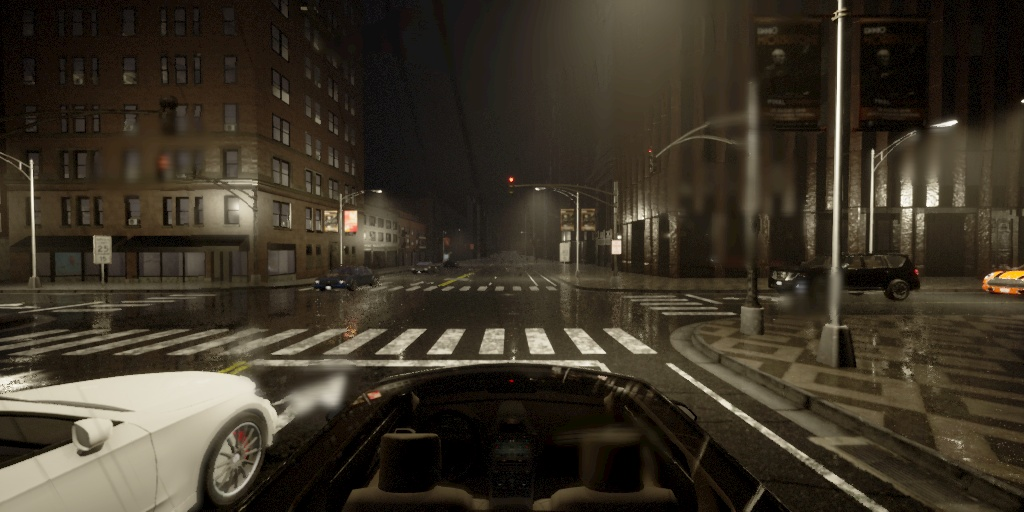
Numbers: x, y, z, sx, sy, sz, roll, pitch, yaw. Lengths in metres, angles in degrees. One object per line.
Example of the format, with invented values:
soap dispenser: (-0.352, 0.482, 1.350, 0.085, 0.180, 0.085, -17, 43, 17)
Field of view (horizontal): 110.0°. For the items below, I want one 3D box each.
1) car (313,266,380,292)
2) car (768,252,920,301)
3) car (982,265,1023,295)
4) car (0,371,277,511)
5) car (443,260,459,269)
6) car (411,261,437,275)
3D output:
car: (-9.785, 1.297, 21.773, 2.033, 1.411, 5.357, 0, 0, 0)
car: (14.871, 0.868, 16.224, 5.566, 2.045, 2.150, 0, 1, 1)
car: (24.540, 0.960, 16.231, 4.553, 1.767, 2.097, 0, 1, 0)
car: (-3.159, 1.276, 1.403, 1.812, 1.442, 4.674, 0, 0, 2)
car: (-9.628, 1.315, 56.689, 1.994, 1.385, 4.181, 0, 0, 1)
car: (-9.728, 1.301, 40.096, 2.033, 1.411, 5.357, 0, 0, -1)
